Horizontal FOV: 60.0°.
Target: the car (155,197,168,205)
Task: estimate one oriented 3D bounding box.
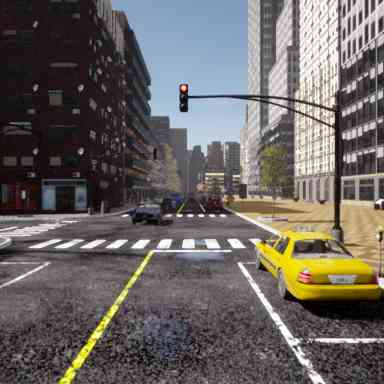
[{"bbox_3d":[-5.720,1.593,62.595,1.887,1.381,4.507,0,0,0],"label":"car"}]

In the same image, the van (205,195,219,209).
[{"bbox_3d":[2.666,1.365,46.019,1.690,1.788,3.998,0,0,0],"label":"van"}]

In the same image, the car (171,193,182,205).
[{"bbox_3d":[-3.078,1.271,62.418,2.150,2.045,5.566,0,0,1],"label":"car"}]

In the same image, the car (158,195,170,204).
[{"bbox_3d":[-5.723,1.498,68.122,1.967,1.590,4.097,0,0,0],"label":"car"}]

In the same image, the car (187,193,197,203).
[{"bbox_3d":[-0.029,1.565,69.268,1.837,1.490,4.892,0,0,0],"label":"car"}]

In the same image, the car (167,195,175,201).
[{"bbox_3d":[-5.731,1.626,90.059,1.752,1.417,4.829,0,0,0],"label":"car"}]

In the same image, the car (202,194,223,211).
[{"bbox_3d":[2.669,1.333,40.493,2.192,1.841,5.009,0,0,0],"label":"car"}]

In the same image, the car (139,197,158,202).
[{"bbox_3d":[-5.710,1.568,40.489,2.008,1.369,4.403,0,0,0],"label":"car"}]

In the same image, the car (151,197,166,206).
[{"bbox_3d":[-5.717,1.589,57.069,2.008,1.369,4.403,0,0,0],"label":"car"}]

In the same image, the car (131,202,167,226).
[{"bbox_3d":[-3.118,1.642,24.014,1.895,1.301,4.718,0,0,0],"label":"car"}]

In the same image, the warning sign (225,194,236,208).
[{"bbox_3d":[5.054,1.136,43.750,1.300,1.860,1.060,0,0,0],"label":"warning sign"}]

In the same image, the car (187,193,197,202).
[{"bbox_3d":[-0.032,1.218,79.716,2.150,2.045,5.566,0,0,0],"label":"car"}]

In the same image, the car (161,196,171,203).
[{"bbox_3d":[-5.724,1.650,73.649,1.802,1.307,4.206,0,0,0],"label":"car"}]

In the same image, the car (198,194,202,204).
[{"bbox_3d":[2.659,1.363,62.598,2.192,1.841,5.009,0,0,0],"label":"car"}]

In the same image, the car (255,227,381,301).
[{"bbox_3d":[2.683,1.526,8.250,1.752,1.417,4.829,0,0,0],"label":"car"}]

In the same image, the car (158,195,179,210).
[{"bbox_3d":[-3.117,1.527,43.861,1.837,1.490,4.892,0,0,0],"label":"car"}]

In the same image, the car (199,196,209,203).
[{"bbox_3d":[2.656,1.612,73.652,1.887,1.381,4.507,0,0,0],"label":"car"}]

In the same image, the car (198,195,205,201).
[{"bbox_3d":[2.649,1.627,90.402,1.752,1.417,4.829,0,0,0],"label":"car"}]

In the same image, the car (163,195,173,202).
[{"bbox_3d":[-5.727,1.518,79.176,1.967,1.590,4.097,0,0,0],"label":"car"}]
